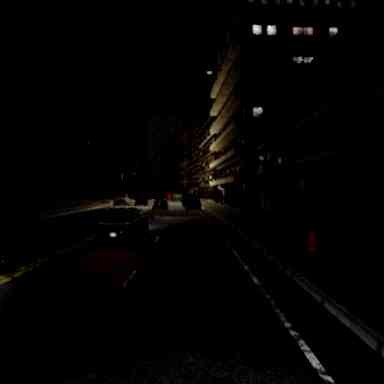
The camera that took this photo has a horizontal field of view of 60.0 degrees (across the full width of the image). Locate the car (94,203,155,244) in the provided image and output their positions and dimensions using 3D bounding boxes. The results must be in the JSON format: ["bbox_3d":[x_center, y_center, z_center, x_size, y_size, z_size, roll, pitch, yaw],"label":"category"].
[{"bbox_3d":[-3.219,1.502,15.849,2.128,1.511,4.902,0,0,-1],"label":"car"}]

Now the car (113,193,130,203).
[{"bbox_3d":[-11.447,1.267,54.276,2.150,2.045,5.566,0,0,-3],"label":"car"}]

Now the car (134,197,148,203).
[{"bbox_3d":[-8.163,1.526,53.779,1.882,1.535,5.008,0,0,-3],"label":"car"}]

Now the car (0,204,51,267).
[{"bbox_3d":[-6.634,1.359,11.305,2.097,1.767,4.553,0,0,0],"label":"car"}]

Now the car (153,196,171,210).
[{"bbox_3d":[-4.063,1.584,42.789,2.033,1.411,5.357,0,0,-3],"label":"car"}]

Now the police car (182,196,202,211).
[{"bbox_3d":[0.139,1.460,41.311,1.930,1.638,5.238,0,0,-3],"label":"police car"}]

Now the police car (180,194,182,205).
[{"bbox_3d":[-0.439,1.471,51.382,1.930,1.638,5.238,0,0,-4],"label":"police car"}]

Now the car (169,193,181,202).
[{"bbox_3d":[-3.403,1.183,75.670,2.150,2.045,5.566,0,0,-6],"label":"car"}]
